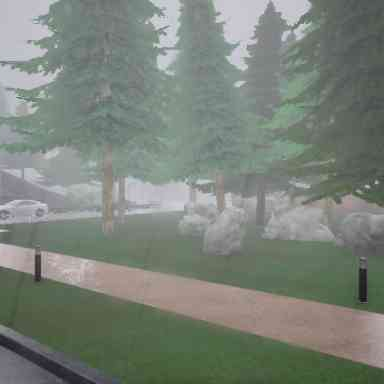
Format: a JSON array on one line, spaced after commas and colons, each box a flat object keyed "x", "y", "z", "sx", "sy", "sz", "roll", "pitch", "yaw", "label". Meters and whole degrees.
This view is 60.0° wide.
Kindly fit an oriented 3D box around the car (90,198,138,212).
[{"x": -8.209, "y": 1.388, "z": 35.651, "sx": 2.033, "sy": 1.411, "sz": 5.357, "roll": 0, "pitch": 0, "yaw": 36, "label": "car"}]

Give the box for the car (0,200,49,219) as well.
[{"x": -14.181, "y": 1.366, "z": 27.315, "sx": 1.812, "sy": 1.442, "sz": 4.674, "roll": 0, "pitch": 0, "yaw": 35, "label": "car"}]
